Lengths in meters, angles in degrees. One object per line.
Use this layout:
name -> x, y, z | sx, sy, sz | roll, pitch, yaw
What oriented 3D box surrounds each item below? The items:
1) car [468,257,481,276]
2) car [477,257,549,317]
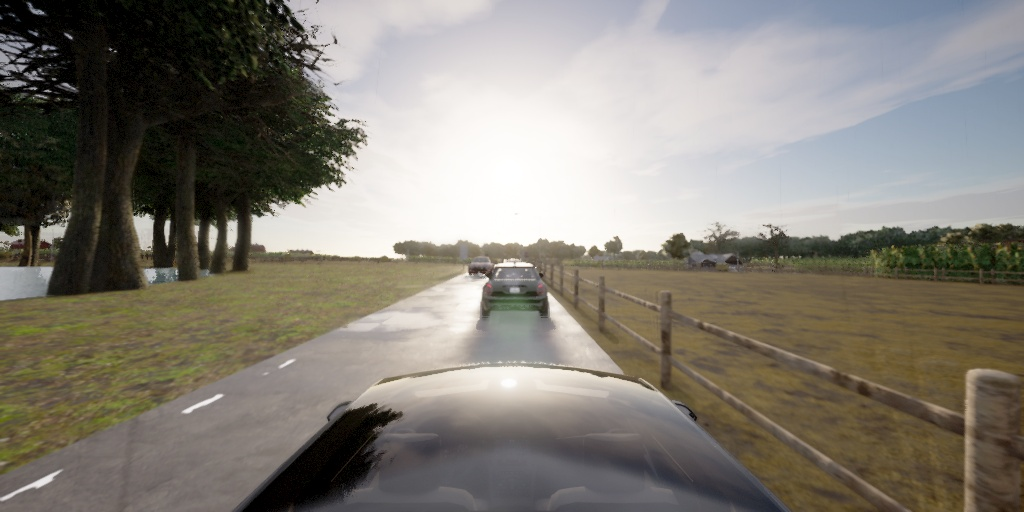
car -> -2.826, 0.862, 33.227 | 2.097, 1.767, 4.553 | 0, 0, 0
car -> 0.093, 1.015, 12.814 | 2.097, 1.767, 4.553 | 0, 0, 0
